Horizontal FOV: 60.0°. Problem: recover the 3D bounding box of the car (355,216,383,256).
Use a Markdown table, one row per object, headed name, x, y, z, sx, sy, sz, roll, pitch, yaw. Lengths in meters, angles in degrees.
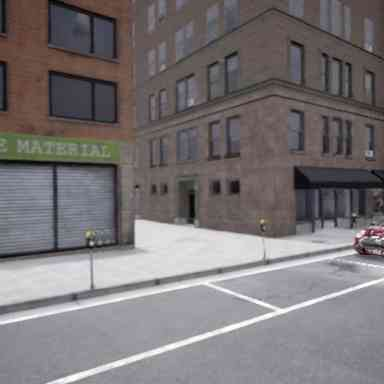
| name | x | y | z | sx | sy | sz | roll | pitch | yaw |
| --- | --- | --- | --- | --- | --- | --- | --- | --- | --- |
| car | 7.798 | 1.488 | 12.277 | 4.097 | 1.590 | 1.967 | 0 | -1 | -36 |
